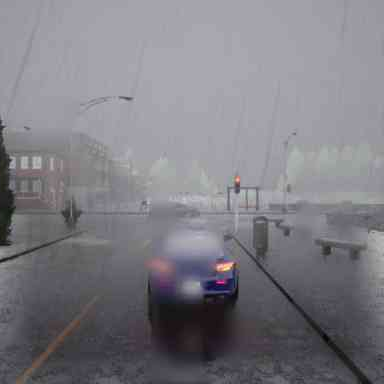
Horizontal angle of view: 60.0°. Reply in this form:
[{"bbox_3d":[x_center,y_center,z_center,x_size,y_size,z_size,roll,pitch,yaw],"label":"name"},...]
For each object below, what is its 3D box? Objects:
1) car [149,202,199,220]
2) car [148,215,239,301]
[{"bbox_3d":[-1.494,1.564,28.031,4.181,1.385,1.994,0,0,0],"label":"car"},{"bbox_3d":[0.041,1.526,8.225,1.812,1.442,4.674,0,0,1],"label":"car"}]
